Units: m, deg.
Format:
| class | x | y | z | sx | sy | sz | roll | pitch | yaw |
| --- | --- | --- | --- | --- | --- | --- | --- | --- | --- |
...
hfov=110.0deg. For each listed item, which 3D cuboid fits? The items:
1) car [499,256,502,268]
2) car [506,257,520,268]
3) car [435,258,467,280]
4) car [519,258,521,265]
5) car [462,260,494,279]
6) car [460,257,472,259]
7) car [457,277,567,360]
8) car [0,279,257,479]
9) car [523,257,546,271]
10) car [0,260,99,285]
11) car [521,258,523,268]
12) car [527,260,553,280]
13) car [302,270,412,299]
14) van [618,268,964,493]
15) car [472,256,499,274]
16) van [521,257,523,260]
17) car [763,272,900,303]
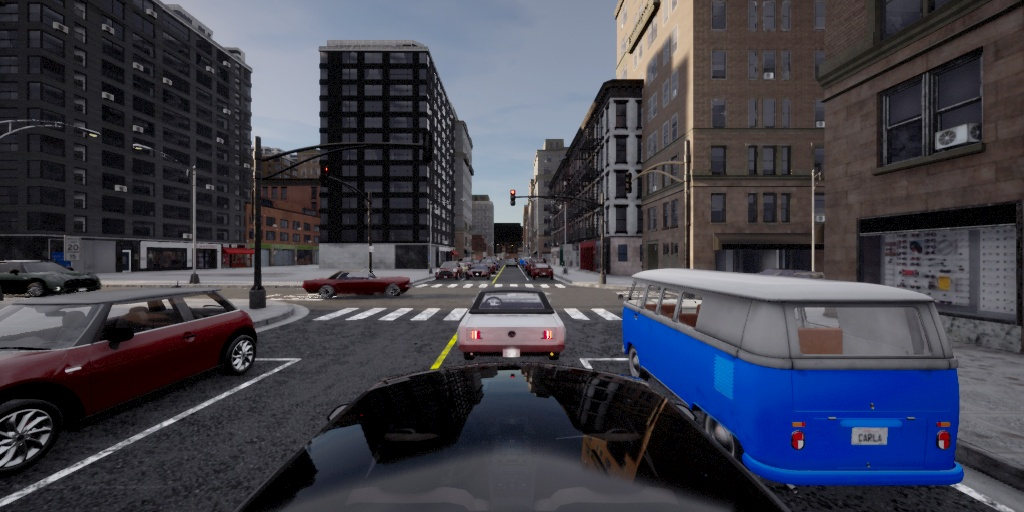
| class | x | y | z | sx | sy | sz | roll | pitch | yaw |
| --- | --- | --- | --- | --- | --- | --- | --- | --- | --- |
| car | -2.910 | 1.099 | 49.032 | 2.097 | 1.767 | 4.553 | 0 | 0 | 0 |
| car | -0.004 | 1.306 | 62.329 | 1.994 | 1.385 | 4.181 | 0 | 0 | 1 |
| car | -5.433 | 1.188 | 31.361 | 1.967 | 1.591 | 4.097 | 0 | 0 | 0 |
| car | 2.549 | 1.309 | 58.421 | 1.948 | 1.339 | 4.313 | 0 | 0 | 0 |
| car | -2.896 | 1.313 | 31.537 | 1.994 | 1.385 | 4.181 | 0 | 0 | -1 |
| car | -5.450 | 1.063 | 42.180 | 2.192 | 1.841 | 5.009 | 0 | 0 | 0 |
| car | -0.008 | 1.351 | 8.278 | 1.895 | 1.301 | 4.718 | 0 | 0 | 0 |
| car | -5.390 | 1.190 | 4.481 | 1.967 | 1.591 | 4.097 | 0 | 0 | 0 |
| car | 2.584 | 1.063 | 36.783 | 2.192 | 1.841 | 5.009 | 0 | 0 | 0 |
| car | -22.216 | 0.986 | 16.686 | 4.553 | 1.767 | 2.097 | 0 | 0 | 0 |
| car | 2.566 | 1.292 | 47.602 | 1.888 | 1.381 | 4.507 | 0 | 0 | 0 |
| car | 2.592 | 1.294 | 31.374 | 1.888 | 1.381 | 4.507 | 0 | 0 | 0 |
| car | -7.321 | 1.319 | 17.486 | 4.718 | 1.301 | 1.895 | 0 | 0 | -12 |
| van | 2.635 | 1.091 | 4.493 | 1.690 | 1.789 | 3.998 | 0 | 0 | 0 |
| car | -2.892 | 1.100 | 40.157 | 2.097 | 1.767 | 4.553 | 0 | 0 | 0 |
| van | 2.558 | 1.086 | 53.012 | 1.690 | 1.789 | 3.998 | 0 | 0 | 0 |
| car | 14.756 | 1.436 | 16.780 | 4.718 | 1.301 | 1.895 | 0 | 0 | 0 |
